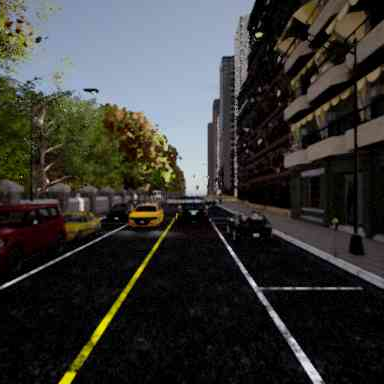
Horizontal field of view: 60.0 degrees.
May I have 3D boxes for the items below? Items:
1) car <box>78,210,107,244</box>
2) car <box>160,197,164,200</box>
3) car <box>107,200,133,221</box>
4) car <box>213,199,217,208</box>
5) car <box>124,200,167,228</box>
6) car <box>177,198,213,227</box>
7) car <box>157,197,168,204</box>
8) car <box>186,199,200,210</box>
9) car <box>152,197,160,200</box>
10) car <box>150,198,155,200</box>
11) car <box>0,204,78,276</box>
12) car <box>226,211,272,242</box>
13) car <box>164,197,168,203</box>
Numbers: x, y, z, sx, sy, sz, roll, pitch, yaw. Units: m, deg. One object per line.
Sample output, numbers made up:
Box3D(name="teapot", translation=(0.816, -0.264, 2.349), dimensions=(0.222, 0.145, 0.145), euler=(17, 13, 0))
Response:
Box3D(name="car", translation=(-5.686, 1.549, 15.955), dimensions=(1.752, 1.417, 4.829), euler=(0, 0, 0))
Box3D(name="car", translation=(-5.684, 1.523, 49.358), dimensions=(1.967, 1.590, 4.097), euler=(0, 0, 0))
Box3D(name="car", translation=(-5.686, 1.607, 27.202), dimensions=(1.947, 1.339, 4.313), euler=(0, 0, 0))
Box3D(name="car", translation=(2.696, 1.633, 49.359), dimensions=(2.008, 1.369, 4.403), euler=(0, 0, 0))
Box3D(name="car", translation=(-2.999, 1.539, 22.496), dimensions=(1.882, 1.535, 5.008), euler=(0, 0, 0))
Box3D(name="car", translation=(0.103, 1.385, 23.218), dimensions=(2.097, 1.767, 4.553), euler=(0, 0, 0))
Box3D(name="car", translation=(-5.812, 1.662, 65.973), dimensions=(1.887, 1.381, 4.507), euler=(0, 0, 0))
Box3D(name="car", translation=(0.104, 1.676, 45.914), dimensions=(1.895, 1.301, 4.718), euler=(0, 0, 0))
Box3D(name="car", translation=(-5.684, 1.597, 43.648), dimensions=(1.752, 1.417, 4.829), euler=(0, 0, 0))
Box3D(name="car", translation=(-5.685, 1.643, 38.280), dimensions=(1.802, 1.307, 4.206), euler=(0, 0, 0))
Box3D(name="car", translation=(-5.686, 1.330, 10.587), dimensions=(2.192, 1.841, 5.009), euler=(0, 0, 0))
Box3D(name="car", translation=(2.694, 1.574, 16.127), dimensions=(2.008, 1.369, 4.403), euler=(0, 0, 0))
Box3D(name="car", translation=(-5.761, 1.656, 60.433), dimensions=(2.008, 1.369, 4.403), euler=(0, 0, 0))
